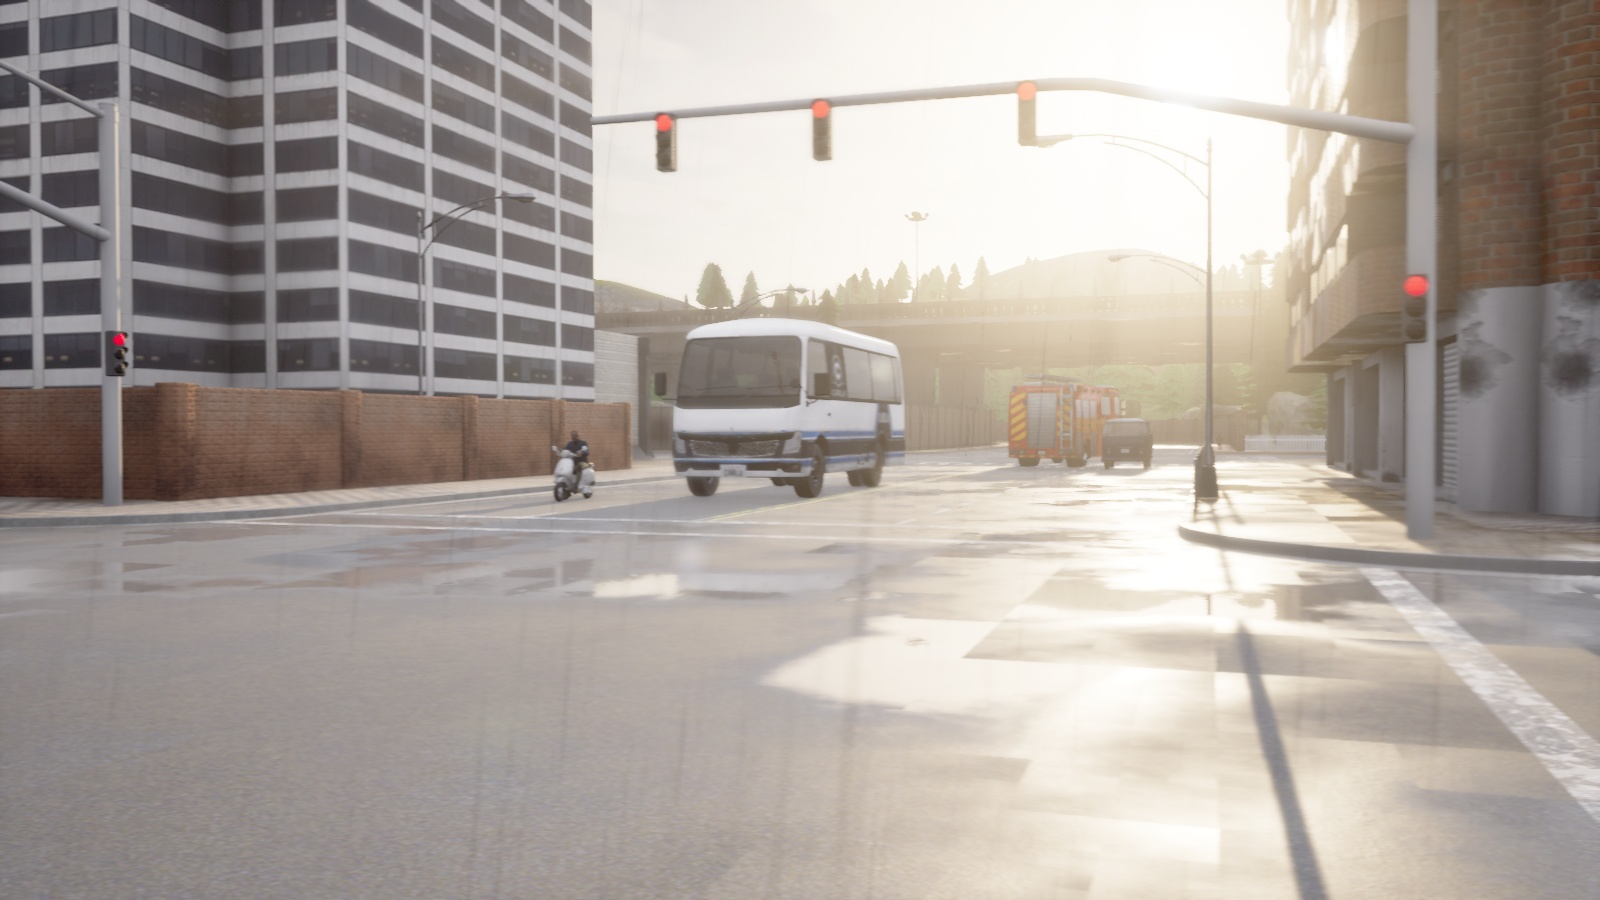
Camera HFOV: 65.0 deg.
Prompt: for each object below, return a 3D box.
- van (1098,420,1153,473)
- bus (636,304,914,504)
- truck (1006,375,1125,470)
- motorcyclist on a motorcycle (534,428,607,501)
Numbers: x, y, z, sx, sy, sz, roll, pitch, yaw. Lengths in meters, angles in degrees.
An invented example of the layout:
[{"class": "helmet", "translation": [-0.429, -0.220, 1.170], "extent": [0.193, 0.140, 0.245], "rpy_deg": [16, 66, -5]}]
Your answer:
[{"class": "van", "translation": [12.866, -0.165, 49.476], "extent": [1.775, 1.987, 4.442], "rpy_deg": [1, 1, 18]}, {"class": "bus", "translation": [-0.176, -1.068, 32.299], "extent": [3.944, 4.253, 10.273], "rpy_deg": [1, 1, 18]}, {"class": "truck", "translation": [11.752, -1.172, 54.831], "extent": [2.891, 3.827, 8.468], "rpy_deg": [1, 1, 27]}, {"class": "motorcyclist on a motorcycle", "translation": [-5.166, 0.306, 28.393], "extent": [0.866, 1.590, 1.817], "rpy_deg": [1, 1, 18]}]
